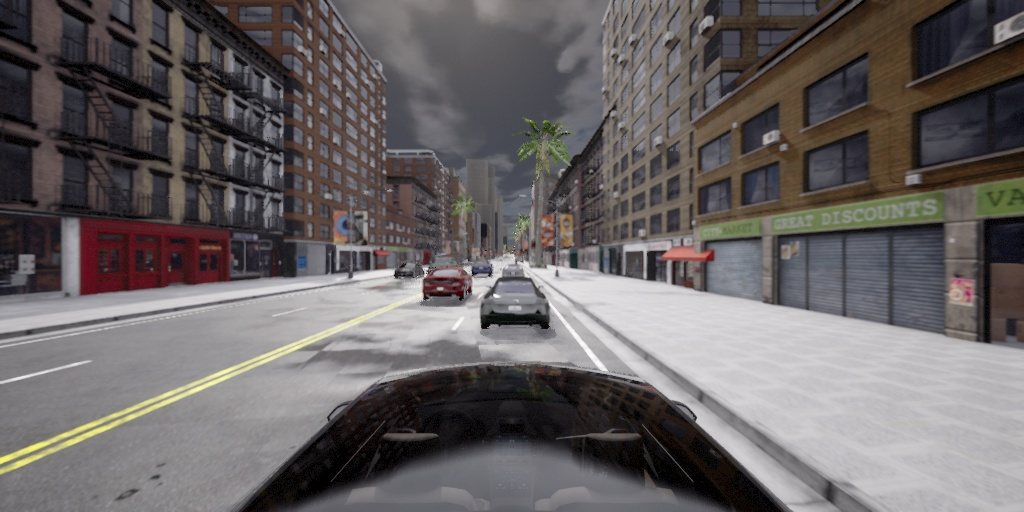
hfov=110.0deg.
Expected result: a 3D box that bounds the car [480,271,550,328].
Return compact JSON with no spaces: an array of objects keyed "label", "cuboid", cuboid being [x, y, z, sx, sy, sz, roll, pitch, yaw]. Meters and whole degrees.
[{"label":"car","cuboid":[0.087,1.358,11.507,1.994,1.385,4.181,0,0,0]}]

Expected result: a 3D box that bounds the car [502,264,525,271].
[{"label":"car","cuboid":[0.098,1.410,30.539,2.033,1.411,5.357,0,0,0]}]

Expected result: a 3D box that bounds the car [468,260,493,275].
[{"label":"car","cuboid":[-3.147,1.242,38.731,2.097,1.767,4.553,0,0,0]}]

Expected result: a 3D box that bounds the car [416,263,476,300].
[{"label":"car","cuboid":[-3.151,1.297,18.230,1.882,1.535,5.008,0,0,0]}]

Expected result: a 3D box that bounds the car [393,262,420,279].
[{"label":"car","cuboid":[-9.843,1.381,34.469,1.837,1.490,4.892,0,0,0]}]

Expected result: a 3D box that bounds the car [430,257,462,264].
[{"label":"car","cuboid":[-6.595,1.099,34.737,2.150,2.045,5.566,0,0,0]}]
